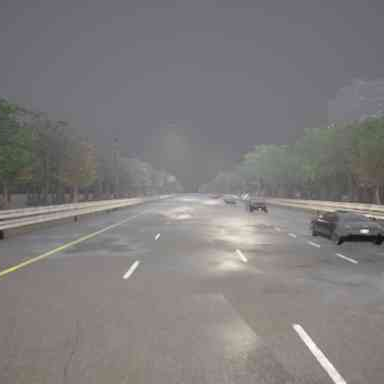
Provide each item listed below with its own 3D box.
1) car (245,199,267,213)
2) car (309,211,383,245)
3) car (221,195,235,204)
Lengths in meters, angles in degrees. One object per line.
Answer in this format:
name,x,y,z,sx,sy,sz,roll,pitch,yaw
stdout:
car,7.034,1.537,36.809,1.837,1.490,4.892,0,0,0
car,7.002,1.573,15.489,1.994,1.385,4.181,0,0,0
car,7.142,1.633,64.297,1.994,1.385,4.181,0,0,0
